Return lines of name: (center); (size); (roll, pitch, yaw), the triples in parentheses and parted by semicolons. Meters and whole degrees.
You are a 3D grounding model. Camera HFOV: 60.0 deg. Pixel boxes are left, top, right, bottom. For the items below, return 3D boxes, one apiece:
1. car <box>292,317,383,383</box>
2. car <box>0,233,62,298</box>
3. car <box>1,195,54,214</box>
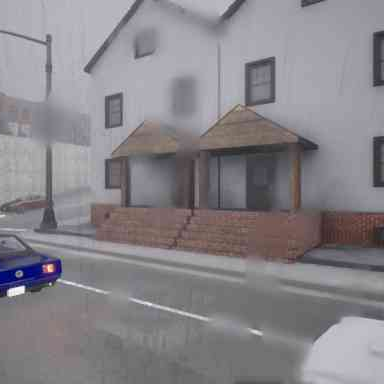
car: (2.984, 1.601, 1.853); (4.718, 1.301, 1.895); (0, 0, 36)
car: (-5.131, 1.601, 7.632); (4.718, 1.301, 1.895); (0, 0, 36)
car: (-14.385, 0.972, 29.266); (1.994, 1.385, 4.181); (0, 7, 35)
